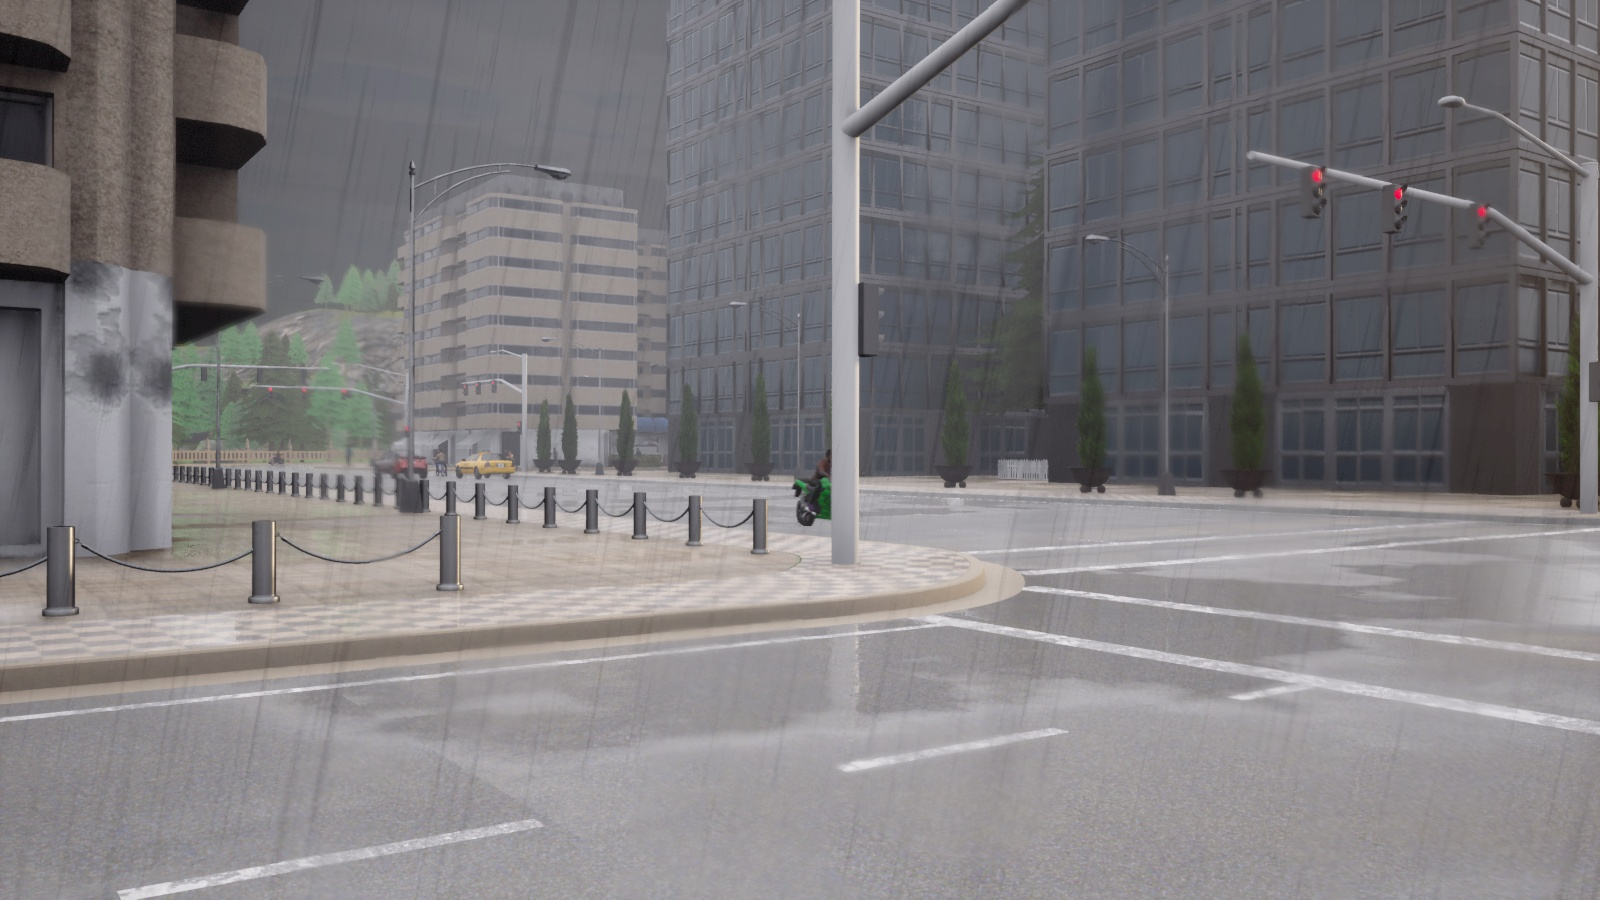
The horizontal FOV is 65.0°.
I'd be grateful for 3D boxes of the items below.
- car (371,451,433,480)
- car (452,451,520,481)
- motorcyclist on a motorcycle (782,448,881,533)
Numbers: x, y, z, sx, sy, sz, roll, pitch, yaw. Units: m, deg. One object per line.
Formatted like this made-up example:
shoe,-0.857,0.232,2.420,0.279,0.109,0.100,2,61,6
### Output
car,-21.780,0.850,68.660,2.007,1.525,4.514,0,0,-34
car,-17.047,0.831,67.935,1.801,1.575,5.366,0,0,-34
motorcyclist on a motorcycle,0.575,0.728,23.642,0.797,1.523,2.044,0,0,-35
